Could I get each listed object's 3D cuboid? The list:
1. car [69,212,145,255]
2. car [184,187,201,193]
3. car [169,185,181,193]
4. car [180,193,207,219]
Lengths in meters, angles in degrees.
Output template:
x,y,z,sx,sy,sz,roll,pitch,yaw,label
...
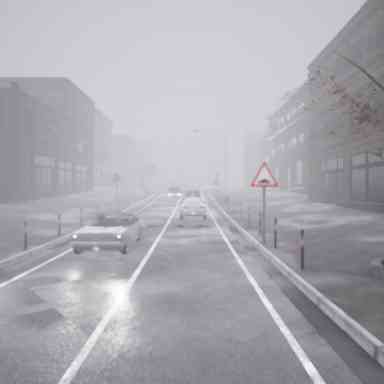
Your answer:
x,y,z,sx,sy,sz,roll,pitch,yaw,label
-3.097,1.491,12.979,1.895,1.301,4.718,0,1,0,car
0.095,0.136,42.326,2.163,1.488,4.792,0,4,0,car
-2.889,-0.575,56.659,1.895,1.301,4.718,0,3,2,car
0.089,1.090,24.378,1.812,1.442,4.674,0,2,0,car
